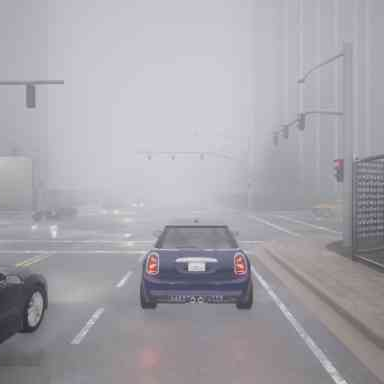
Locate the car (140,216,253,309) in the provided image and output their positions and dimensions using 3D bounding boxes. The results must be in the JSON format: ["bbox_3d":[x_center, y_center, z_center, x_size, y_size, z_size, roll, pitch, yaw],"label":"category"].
[{"bbox_3d":[0.096,1.352,8.028,2.097,1.767,4.553,0,0,0],"label":"car"}]

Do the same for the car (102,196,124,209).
[{"bbox_3d":[-10.503,1.352,44.303,2.097,1.767,4.553,0,0,0],"label":"car"}]

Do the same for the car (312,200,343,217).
[{"bbox_3d":[13.330,1.422,29.747,5.008,1.535,1.882,0,0,0],"label":"car"}]

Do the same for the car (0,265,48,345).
[{"bbox_3d":[-3.431,1.505,3.903,1.837,1.490,4.892,0,0,0],"label":"car"}]

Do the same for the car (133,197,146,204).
[{"bbox_3d":[-10.376,1.601,65.857,1.895,1.301,4.718,0,0,1],"label":"car"}]

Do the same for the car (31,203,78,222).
[{"bbox_3d":[-10.544,1.570,25.844,1.895,1.301,4.718,0,0,0],"label":"car"}]
